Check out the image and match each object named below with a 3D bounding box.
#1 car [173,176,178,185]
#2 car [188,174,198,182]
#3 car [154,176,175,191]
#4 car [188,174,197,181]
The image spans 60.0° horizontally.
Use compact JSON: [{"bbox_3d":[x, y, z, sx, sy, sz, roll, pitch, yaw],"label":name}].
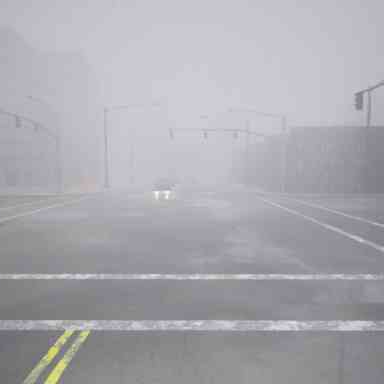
[{"bbox_3d":[-3.539,-1.645,51.249,1.837,1.490,4.892,0,4,0],"label":"car"},{"bbox_3d":[0.189,-2.808,69.017,1.812,1.442,4.674,0,4,0],"label":"car"},{"bbox_3d":[-3.554,-0.925,41.342,1.994,1.385,4.181,0,4,0],"label":"car"},{"bbox_3d":[0.086,-3.550,80.146,2.128,1.511,4.902,0,4,0],"label":"car"}]
